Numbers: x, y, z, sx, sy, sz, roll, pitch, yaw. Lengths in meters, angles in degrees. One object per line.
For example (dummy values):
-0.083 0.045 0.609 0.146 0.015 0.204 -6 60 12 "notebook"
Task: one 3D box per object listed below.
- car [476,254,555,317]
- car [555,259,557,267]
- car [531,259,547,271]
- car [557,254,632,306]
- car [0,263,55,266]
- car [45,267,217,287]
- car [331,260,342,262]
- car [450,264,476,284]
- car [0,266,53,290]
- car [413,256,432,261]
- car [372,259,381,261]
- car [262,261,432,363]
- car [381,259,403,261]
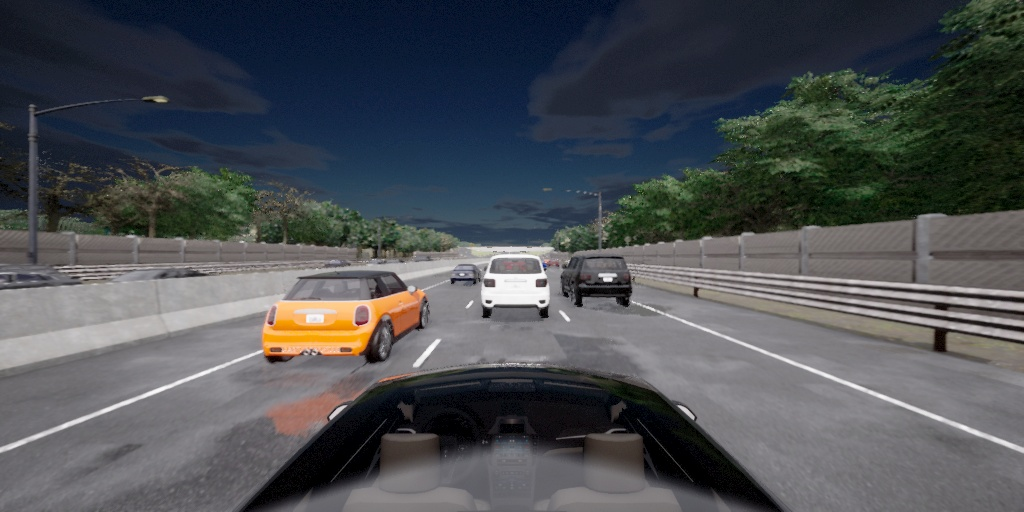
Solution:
0.111 0.971 13.277 2.150 2.045 5.566 0 0 0 "car"
7.305 1.311 63.412 1.812 1.442 4.674 0 0 2 "car"
3.726 1.235 50.504 1.882 1.535 5.008 0 0 1 "car"
3.515 0.954 15.813 2.150 2.045 5.566 0 0 0 "car"
-21.085 1.098 14.387 2.097 1.767 4.553 0 0 0 "car"
-14.086 1.225 14.110 1.882 1.535 5.008 0 0 0 "car"
-23.643 1.302 48.666 2.033 1.411 5.357 0 0 -3 "car"
-3.346 1.297 26.594 2.033 1.411 5.357 0 0 0 "car"
-17.590 1.238 11.890 2.128 1.511 4.902 0 0 0 "car"
-13.791 0.986 55.000 2.150 2.045 5.566 0 0 1 "car"
-20.779 1.255 55.533 2.128 1.511 4.902 0 0 1 "car"
-3.396 1.101 8.310 2.097 1.767 4.553 0 0 0 "car"
-17.312 1.266 53.319 1.837 1.490 4.892 0 0 1 "car"
